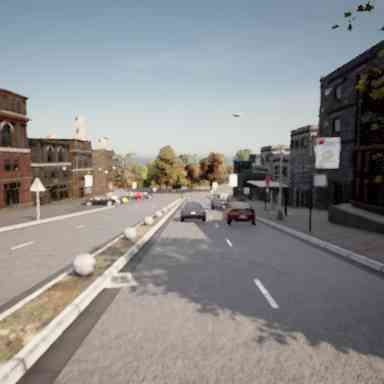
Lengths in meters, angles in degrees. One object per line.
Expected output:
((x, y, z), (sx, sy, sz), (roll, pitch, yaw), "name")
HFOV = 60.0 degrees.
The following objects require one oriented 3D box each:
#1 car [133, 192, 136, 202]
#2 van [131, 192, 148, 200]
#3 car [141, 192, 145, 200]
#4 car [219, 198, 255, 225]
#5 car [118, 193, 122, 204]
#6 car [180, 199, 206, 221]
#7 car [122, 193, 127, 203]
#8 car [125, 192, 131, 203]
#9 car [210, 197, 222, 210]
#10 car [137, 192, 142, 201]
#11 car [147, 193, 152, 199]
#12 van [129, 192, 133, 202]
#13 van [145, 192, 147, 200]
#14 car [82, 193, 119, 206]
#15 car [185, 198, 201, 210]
((-14.014, 1.219, 65.503), (4.553, 1.767, 2.185), (-1, 0, -20), "car")
((-14.200, 1.061, 89.819), (4.442, 1.987, 1.878), (-1, 0, -20), "van")
((-14.088, 1.072, 74.620), (5.566, 2.045, 2.435), (-1, 0, -20), "car")
((3.319, 1.444, 24.085), (1.882, 1.535, 5.008), (0, 0, 0), "car")
((-14.047, 1.252, 53.297), (4.553, 1.767, 2.185), (-1, 0, -20), "car")
((0.099, 1.527, 26.789), (1.994, 1.385, 4.181), (0, 0, 0), "car")
((-14.053, 1.399, 56.341), (4.792, 1.488, 2.163), (-1, 0, -20), "car")
((-14.206, 1.360, 59.335), (5.366, 1.575, 1.946), (-1, 0, -20), "car")
((3.355, 1.433, 42.535), (2.128, 1.511, 4.902), (0, 0, 0), "car")
((-14.049, 1.331, 71.589), (4.892, 1.521, 2.231), (-1, 0, -20), "car")
((-14.062, 1.041, 86.831), (5.566, 2.045, 2.435), (-1, 0, -20), "car")
((-13.932, 1.126, 62.495), (4.442, 1.987, 1.878), (-1, 0, -20), "van")
((-13.966, 1.080, 80.769), (4.442, 1.987, 1.878), (-1, 0, -20), "van")
((-13.987, 1.388, 50.255), (4.892, 1.521, 2.231), (-1, 0, -20), "car")
((0.107, 1.541, 43.423), (1.895, 1.301, 4.718), (0, 0, 0), "car")
